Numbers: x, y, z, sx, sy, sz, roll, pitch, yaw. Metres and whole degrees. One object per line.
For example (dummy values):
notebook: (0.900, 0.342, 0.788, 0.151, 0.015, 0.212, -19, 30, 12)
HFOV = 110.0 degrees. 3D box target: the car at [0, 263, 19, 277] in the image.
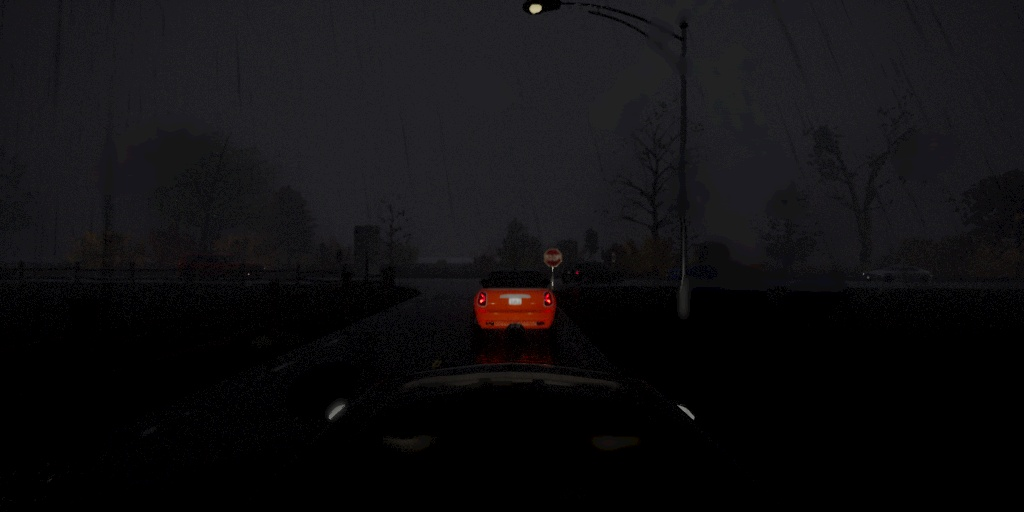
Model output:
car: (-39.638, 0.935, 26.403, 5.008, 1.535, 1.882, 0, 0, 0)

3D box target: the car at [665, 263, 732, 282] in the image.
car: (15.214, 1.322, 29.390, 5.008, 1.535, 1.882, 0, 0, 0)

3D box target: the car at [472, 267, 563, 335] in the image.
car: (0.068, 1.096, 10.637, 2.097, 1.767, 4.553, 0, 0, 0)

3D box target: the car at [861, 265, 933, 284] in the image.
car: (31.552, 1.485, 29.403, 4.674, 1.442, 1.812, 0, 0, 0)

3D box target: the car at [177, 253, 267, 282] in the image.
car: (-21.254, 0.819, 26.403, 5.566, 2.045, 2.150, 1, 0, 0)

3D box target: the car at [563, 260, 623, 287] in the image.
car: (5.782, 1.159, 25.630, 4.553, 1.767, 2.097, 0, 1, -29)
